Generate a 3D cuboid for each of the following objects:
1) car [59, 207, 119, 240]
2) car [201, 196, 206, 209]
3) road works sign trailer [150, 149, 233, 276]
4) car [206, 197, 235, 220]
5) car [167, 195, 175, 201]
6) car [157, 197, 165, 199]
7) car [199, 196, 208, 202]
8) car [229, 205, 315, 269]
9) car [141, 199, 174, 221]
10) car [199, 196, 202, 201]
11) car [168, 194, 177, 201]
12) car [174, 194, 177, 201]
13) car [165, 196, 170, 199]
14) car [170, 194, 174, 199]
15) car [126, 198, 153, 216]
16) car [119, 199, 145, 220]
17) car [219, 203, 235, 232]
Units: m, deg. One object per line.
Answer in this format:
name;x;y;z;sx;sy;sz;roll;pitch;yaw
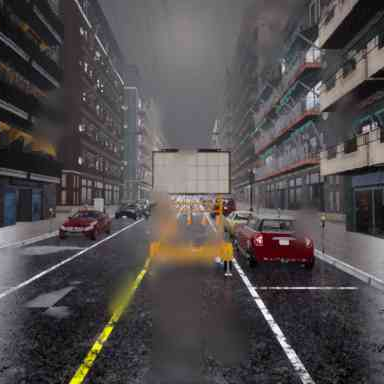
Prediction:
car;-5.285;1.593;16.970;1.802;1.307;4.206;2;0;0
car;2.607;1.558;45.455;1.752;1.417;4.829;2;0;0
road works sign trailer;-0.019;0.471;10.373;2.380;3.560;2.880;0;0;0
car;2.607;1.334;28.291;2.192;1.841;5.009;2;0;0
car;-5.259;1.594;84.773;1.752;1.417;4.829;2;0;0
car;-5.274;1.583;45.293;2.008;1.369;4.403;2;0;0
car;2.618;1.613;79.271;2.008;1.369;4.403;2;0;0
car;2.597;1.448;11.298;1.967;1.590;4.097;2;0;0
car;-2.741;1.544;27.570;1.812;1.442;4.674;0;0;0
car;2.609;1.607;56.614;1.947;1.339;4.313;2;0;0
car;-5.250;1.391;90.609;2.192;1.841;5.009;2;0;0
car;-5.261;1.588;79.109;1.752;1.417;4.829;2;0;0
car;-5.270;1.586;56.622;1.887;1.381;4.507;2;0;0
car;-5.266;1.595;67.952;1.887;1.381;4.507;2;0;0
car;-5.274;1.464;33.964;1.967;1.590;4.097;2;0;0
car;-5.281;1.585;28.299;1.947;1.339;4.313;2;0;0
car;2.596;1.537;17.132;1.752;1.417;4.829;2;0;0
